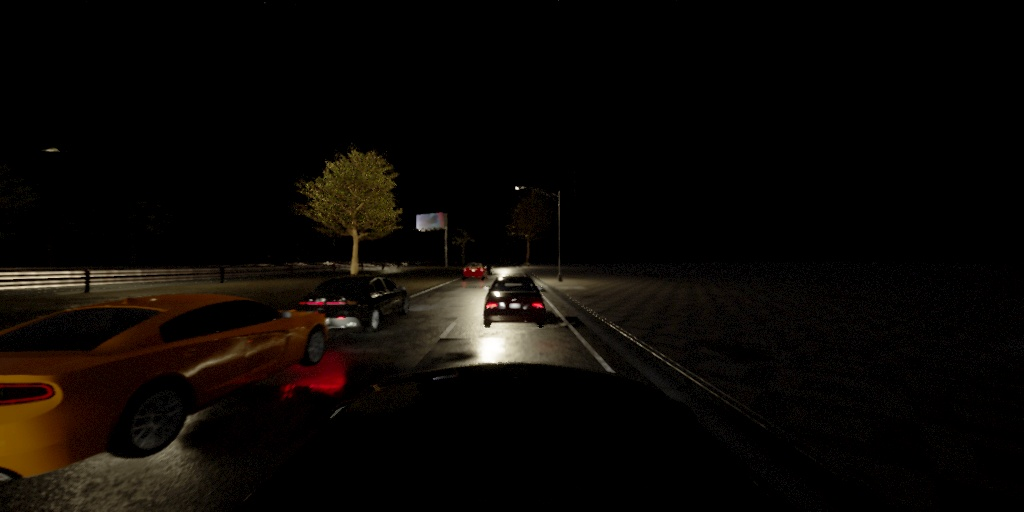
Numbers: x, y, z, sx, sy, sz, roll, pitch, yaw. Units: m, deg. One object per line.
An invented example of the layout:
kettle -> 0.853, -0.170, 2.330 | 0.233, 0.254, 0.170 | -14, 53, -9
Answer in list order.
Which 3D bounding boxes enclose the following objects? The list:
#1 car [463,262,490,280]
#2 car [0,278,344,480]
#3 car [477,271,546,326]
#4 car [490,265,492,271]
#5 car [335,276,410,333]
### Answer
car -> -3.615, 1.399, 35.636 | 2.097, 1.767, 4.553 | 0, 0, 0
car -> -4.559, 1.268, 5.108 | 1.882, 1.535, 5.008 | 0, 0, 0
car -> 0.056, 1.384, 11.966 | 2.033, 1.411, 5.357 | 0, 0, 0
car -> -3.720, 1.662, 48.355 | 1.837, 1.490, 4.892 | 0, 0, 0
car -> -4.592, 1.346, 11.108 | 1.837, 1.490, 4.892 | 0, 0, 0
